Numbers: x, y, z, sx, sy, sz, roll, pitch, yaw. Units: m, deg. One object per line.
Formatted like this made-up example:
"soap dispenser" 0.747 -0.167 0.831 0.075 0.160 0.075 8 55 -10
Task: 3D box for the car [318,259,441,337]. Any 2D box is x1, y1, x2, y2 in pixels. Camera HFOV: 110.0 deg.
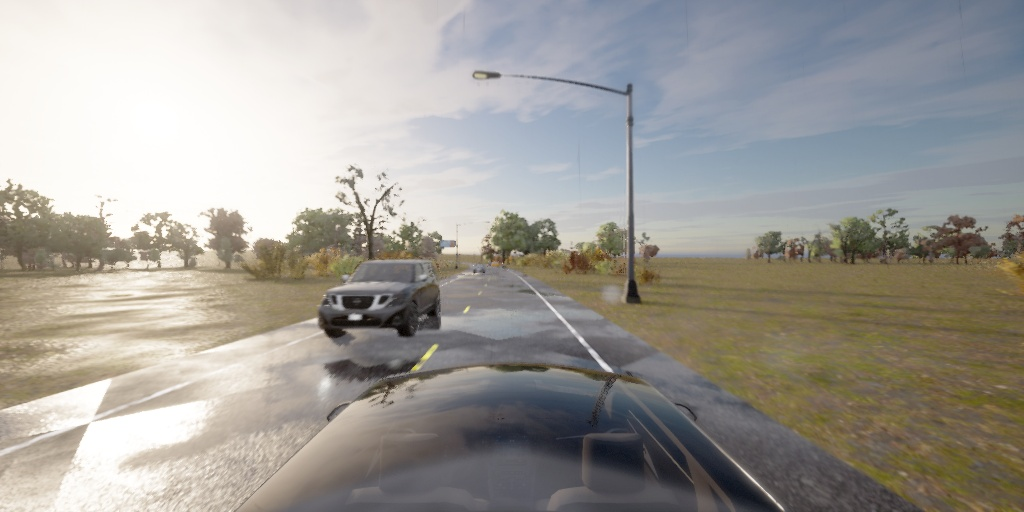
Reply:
"car" -3.654 1.100 11.067 2.150 2.045 5.566 0 -1 -1

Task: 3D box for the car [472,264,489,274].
"car" -4.980 1.942 54.505 2.128 1.511 4.902 0 -1 -3
